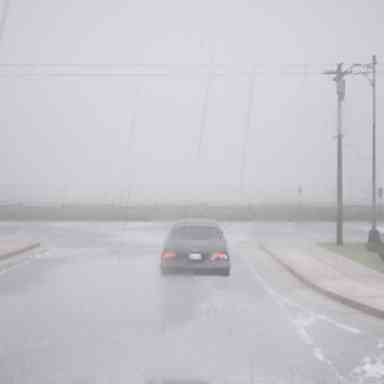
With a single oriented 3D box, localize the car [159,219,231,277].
[{"bbox_3d":[0.143,1.532,10.175,2.033,1.411,5.357,0,0,2],"label":"car"}]
